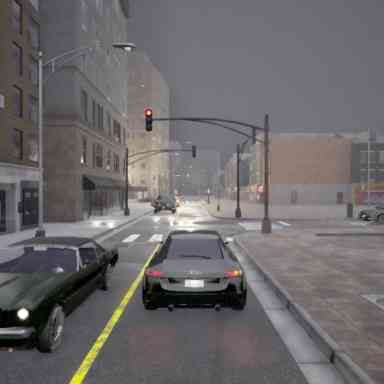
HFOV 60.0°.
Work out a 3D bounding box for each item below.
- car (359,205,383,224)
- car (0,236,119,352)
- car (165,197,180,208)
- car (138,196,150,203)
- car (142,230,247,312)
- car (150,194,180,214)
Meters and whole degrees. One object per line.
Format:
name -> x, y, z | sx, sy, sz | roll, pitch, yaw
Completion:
car -> 14.191, 1.506, 23.617 | 4.181, 1.385, 1.994 | 0, 0, 0
car -> -2.811, 1.601, 6.286 | 1.895, 1.301, 4.718 | 0, 0, 0
car -> -2.810, 1.495, 49.384 | 1.882, 1.535, 5.008 | 0, 0, 0
car -> -8.963, 1.594, 69.975 | 4.674, 1.442, 1.812 | 0, 0, 9
car -> 0.053, 1.564, 7.799 | 1.994, 1.385, 4.181 | 0, 0, 0
car -> -2.831, 1.231, 36.180 | 2.150, 2.045, 5.566 | 0, 0, 0
